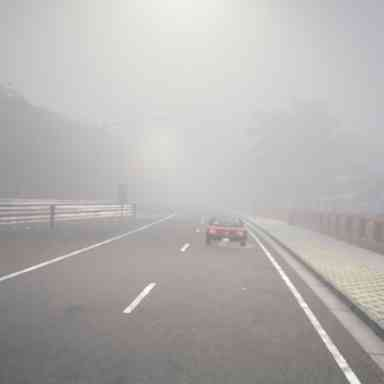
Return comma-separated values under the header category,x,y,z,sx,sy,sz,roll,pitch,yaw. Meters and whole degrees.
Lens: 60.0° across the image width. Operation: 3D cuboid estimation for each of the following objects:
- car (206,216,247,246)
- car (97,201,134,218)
category,x,y,z,sx,sy,sz,roll,pitch,yaw
car,1.736,1.882,17.044,1.895,1.301,4.718,3,-1,5
car,-7.233,1.611,32.023,1.837,1.490,4.892,3,0,15
